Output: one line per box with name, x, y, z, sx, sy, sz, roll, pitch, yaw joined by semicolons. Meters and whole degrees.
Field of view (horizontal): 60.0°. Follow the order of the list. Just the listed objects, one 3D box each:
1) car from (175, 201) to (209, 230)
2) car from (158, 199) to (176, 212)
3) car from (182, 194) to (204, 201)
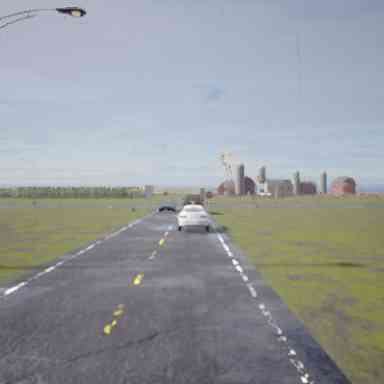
car;0.099;1.514;20.702;1.812;1.442;4.674;0;0;0
car;-2.745;1.542;38.258;2.033;1.411;5.357;0;0;0
car;0.102;1.204;35.328;2.150;2.045;5.566;0;0;0
